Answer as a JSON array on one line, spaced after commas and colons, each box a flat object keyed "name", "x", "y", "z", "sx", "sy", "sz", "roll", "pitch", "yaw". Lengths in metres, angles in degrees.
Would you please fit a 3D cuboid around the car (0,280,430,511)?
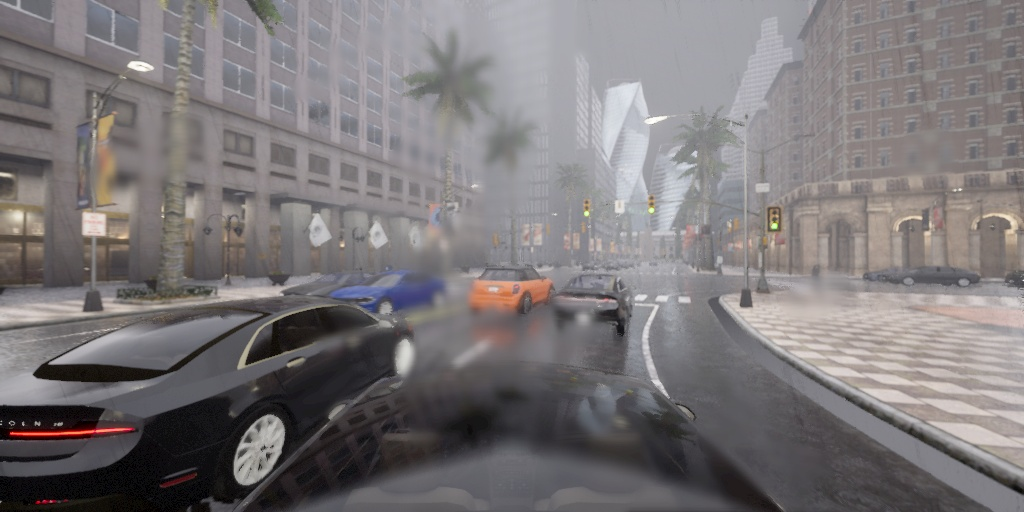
[{"name": "car", "x": -2.842, "y": 1.268, "z": 4.542, "sx": 1.837, "sy": 1.490, "sz": 4.892, "roll": 0, "pitch": 0, "yaw": 8}]

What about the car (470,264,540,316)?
[{"name": "car", "x": 0.208, "y": 1.180, "z": 14.081, "sx": 2.097, "sy": 1.767, "sz": 4.553, "roll": 0, "pitch": 0, "yaw": 22}]

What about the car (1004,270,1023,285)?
[{"name": "car", "x": 39.984, "y": 1.347, "z": 26.319, "sx": 4.553, "sy": 1.767, "sz": 2.097, "roll": 0, "pitch": 0, "yaw": 25}]

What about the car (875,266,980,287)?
[{"name": "car", "x": 30.911, "y": 1.482, "z": 26.669, "sx": 4.892, "sy": 1.490, "sz": 1.837, "roll": 0, "pitch": 0, "yaw": 24}]

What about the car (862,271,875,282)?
[{"name": "car", "x": 32.194, "y": 1.564, "z": 29.929, "sx": 4.181, "sy": 1.385, "sz": 1.994, "roll": 0, "pitch": 0, "yaw": 25}]

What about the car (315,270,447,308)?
[{"name": "car", "x": -4.283, "y": 1.290, "z": 13.169, "sx": 1.882, "sy": 1.535, "sz": 5.008, "roll": 0, "pitch": 0, "yaw": 21}]

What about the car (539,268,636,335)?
[{"name": "car", "x": 2.641, "y": 1.307, "z": 10.976, "sx": 2.128, "sy": 1.511, "sz": 4.902, "roll": 0, "pitch": 0, "yaw": 22}]

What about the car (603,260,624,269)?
[{"name": "car", "x": 16.522, "y": 1.649, "z": 58.237, "sx": 1.837, "sy": 1.490, "sz": 4.892, "roll": 0, "pitch": 0, "yaw": 25}]

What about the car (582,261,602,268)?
[{"name": "car", "x": 12.932, "y": 1.645, "z": 58.824, "sx": 1.837, "sy": 1.490, "sz": 4.892, "roll": 0, "pitch": 0, "yaw": 25}]
